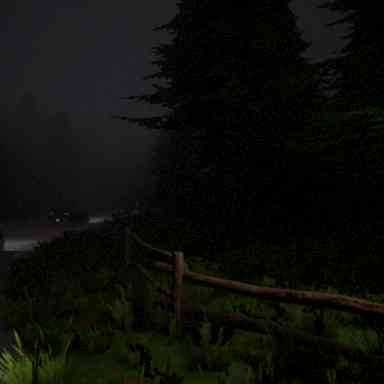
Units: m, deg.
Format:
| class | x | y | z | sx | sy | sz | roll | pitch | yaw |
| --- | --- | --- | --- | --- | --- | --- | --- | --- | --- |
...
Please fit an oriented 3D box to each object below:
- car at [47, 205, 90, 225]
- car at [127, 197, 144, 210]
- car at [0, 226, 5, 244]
| class | x | y | z | sx | sy | sz | roll | pitch | yaw |
| --- | --- | --- | --- | --- | --- | --- | --- | --- | --- |
| car | -9.301 | 1.754 | 25.434 | 2.128 | 1.511 | 4.902 | 0 | 0 | 0 |
| car | -8.252 | 1.754 | 52.809 | 2.150 | 2.045 | 5.566 | 0 | -1 | 18 |
| car | -7.602 | 1.594 | 10.950 | 1.882 | 1.535 | 5.008 | 0 | 0 | -19 |
